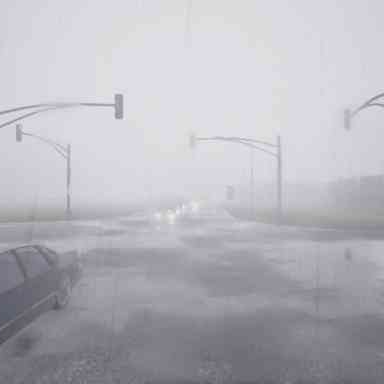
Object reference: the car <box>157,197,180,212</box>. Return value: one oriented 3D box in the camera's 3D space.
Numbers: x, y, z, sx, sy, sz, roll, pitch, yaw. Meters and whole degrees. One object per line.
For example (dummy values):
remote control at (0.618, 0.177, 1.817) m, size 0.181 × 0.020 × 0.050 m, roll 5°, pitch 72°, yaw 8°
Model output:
car at (-2.812, 1.598, 38.245) m, size 1.895 × 1.301 × 4.718 m, roll 0°, pitch 0°, yaw 3°

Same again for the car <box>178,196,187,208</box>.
car at (-2.357, 1.484, 47.559) m, size 2.128 × 1.511 × 4.902 m, roll 0°, pitch 0°, yaw 3°

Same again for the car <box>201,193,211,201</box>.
car at (3.362, 1.187, 79.079) m, size 2.150 × 2.045 × 5.566 m, roll 0°, pitch 0°, yaw 5°

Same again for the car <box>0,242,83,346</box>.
car at (-3.390, 1.548, 5.092) m, size 2.033 × 1.411 × 5.357 m, roll 0°, pitch 0°, yaw 2°
